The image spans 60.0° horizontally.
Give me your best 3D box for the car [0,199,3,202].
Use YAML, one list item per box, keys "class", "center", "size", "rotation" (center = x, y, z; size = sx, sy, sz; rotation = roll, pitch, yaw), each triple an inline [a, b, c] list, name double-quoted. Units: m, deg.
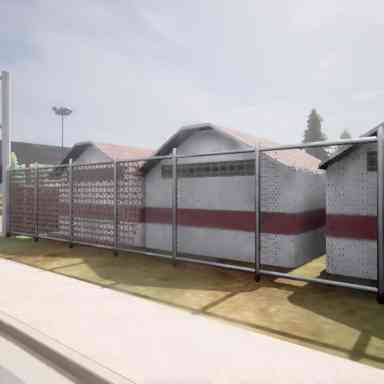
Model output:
- class: "car"
  center: [-20.743, 1.491, 36.627]
  size: [2.128, 1.511, 4.902]
  rotation: [0, 0, 37]
